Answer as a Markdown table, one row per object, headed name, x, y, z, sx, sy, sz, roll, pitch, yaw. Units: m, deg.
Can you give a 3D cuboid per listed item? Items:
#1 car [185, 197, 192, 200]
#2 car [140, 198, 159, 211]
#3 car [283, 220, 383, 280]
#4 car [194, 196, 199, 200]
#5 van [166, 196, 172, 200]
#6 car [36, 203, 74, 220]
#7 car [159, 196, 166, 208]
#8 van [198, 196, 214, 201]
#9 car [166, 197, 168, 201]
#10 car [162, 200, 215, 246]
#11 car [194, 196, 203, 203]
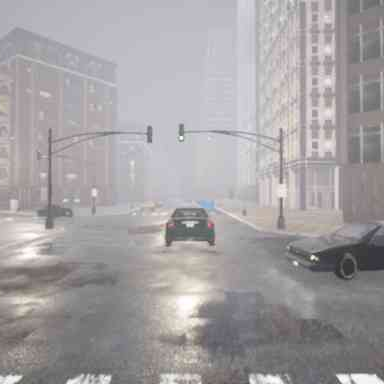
| name | x | y | z | sx | sy | sz | roll | pitch | yaw |
| --- | --- | --- | --- | --- | --- | --- | --- | --- | --- |
| car | -0.925 | 2.063 | 84.903 | 1.882 | 1.535 | 5.008 | 0 | -1 | -1 |
| car | -5.800 | 1.780 | 44.049 | 1.752 | 1.417 | 4.829 | 0 | 0 | -1 |
| car | 5.479 | 1.539 | 9.663 | 5.357 | 1.411 | 2.033 | -1 | 0 | -9 |
| car | 1.839 | 1.983 | 66.511 | 1.887 | 1.381 | 4.507 | 0 | 0 | -1 |
| van | -6.158 | 1.852 | 77.531 | 1.690 | 1.788 | 3.998 | 0 | 0 | -1 |
| car | -12.934 | 1.796 | 31.349 | 4.674 | 1.442 | 1.812 | -1 | -1 | 40 |
| car | -5.921 | 1.777 | 55.325 | 1.967 | 1.590 | 4.097 | 0 | 0 | -1 |
| van | 2.079 | 1.614 | 44.305 | 1.690 | 1.788 | 3.998 | 0 | 0 | -1 |
| car | -5.981 | 1.945 | 60.876 | 1.947 | 1.339 | 4.313 | 0 | 0 | -1 |
| car | -0.099 | 1.428 | 15.769 | 2.097 | 1.767 | 4.553 | 0 | -1 | -1 |
| car | 1.660 | 1.890 | 83.170 | 2.192 | 1.841 | 5.009 | 0 | -1 | -1 |
